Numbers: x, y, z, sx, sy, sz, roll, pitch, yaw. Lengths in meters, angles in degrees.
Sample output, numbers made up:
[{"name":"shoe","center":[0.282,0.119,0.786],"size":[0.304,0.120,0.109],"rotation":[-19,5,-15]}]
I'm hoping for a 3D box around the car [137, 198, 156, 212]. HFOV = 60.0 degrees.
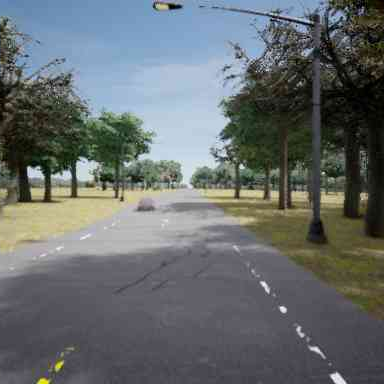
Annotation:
[{"name":"car","center":[-5.094,1.368,37.188],"size":[1.812,1.442,4.674],"rotation":[0,0,-7]}]
